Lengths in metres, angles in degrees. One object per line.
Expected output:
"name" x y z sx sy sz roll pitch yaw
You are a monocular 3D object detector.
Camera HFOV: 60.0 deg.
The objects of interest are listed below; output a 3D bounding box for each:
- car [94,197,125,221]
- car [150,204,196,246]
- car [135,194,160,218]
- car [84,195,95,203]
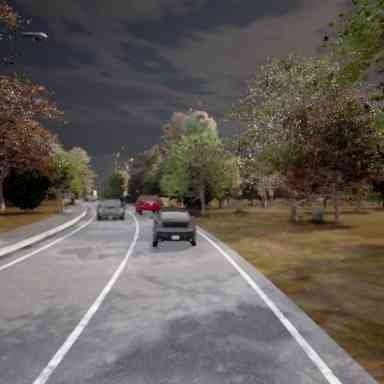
"car" -6.536 1.350 27.035 2.097 1.767 4.553 1 0 -13
"car" -0.911 1.541 15.472 1.837 1.490 4.892 1 0 -6
"car" -4.738 1.282 35.463 2.150 2.045 5.566 1 0 -15
"car" -19.999 1.329 65.310 1.837 1.490 4.892 2 0 -24
